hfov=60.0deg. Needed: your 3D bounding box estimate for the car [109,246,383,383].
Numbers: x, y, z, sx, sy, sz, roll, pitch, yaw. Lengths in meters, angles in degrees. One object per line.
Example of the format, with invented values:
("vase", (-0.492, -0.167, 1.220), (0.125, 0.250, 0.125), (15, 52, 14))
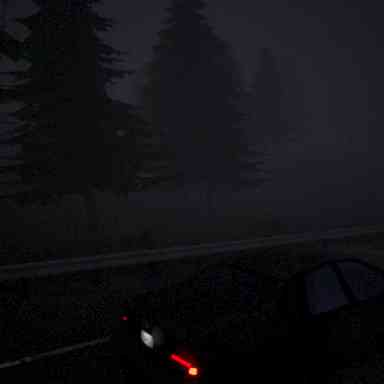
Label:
("car", (1.609, 1.545, 4.811), (5.357, 1.411, 2.033), (0, 0, -34))
